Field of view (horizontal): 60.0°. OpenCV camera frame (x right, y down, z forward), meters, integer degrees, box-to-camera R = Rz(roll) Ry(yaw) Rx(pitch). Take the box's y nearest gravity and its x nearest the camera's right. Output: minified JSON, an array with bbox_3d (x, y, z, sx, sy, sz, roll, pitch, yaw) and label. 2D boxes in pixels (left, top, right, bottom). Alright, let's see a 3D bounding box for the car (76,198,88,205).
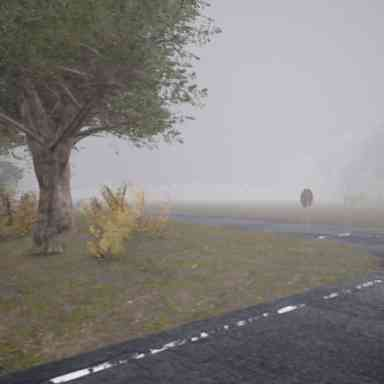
[{"bbox_3d":[-15.788,1.540,49.784,2.033,1.411,5.357,0,0,-35],"label":"car"}]
